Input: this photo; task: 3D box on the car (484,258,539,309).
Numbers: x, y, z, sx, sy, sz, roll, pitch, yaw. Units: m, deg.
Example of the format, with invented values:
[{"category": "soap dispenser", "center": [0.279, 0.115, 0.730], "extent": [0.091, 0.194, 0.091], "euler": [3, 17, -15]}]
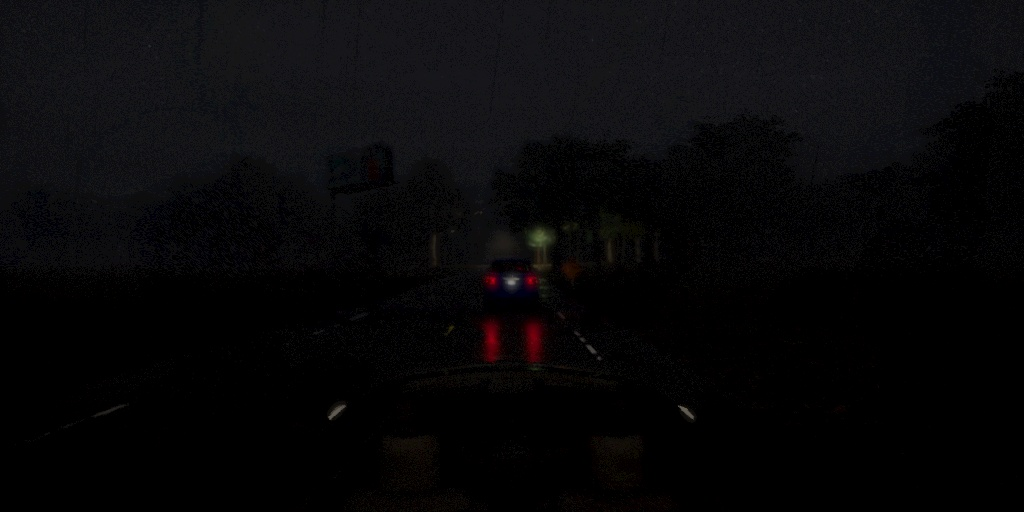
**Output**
[{"category": "car", "center": [-0.012, 1.097, 15.875], "extent": [2.150, 2.045, 5.566], "euler": [0, 0, 0]}]

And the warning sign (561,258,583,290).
[{"category": "warning sign", "center": [3.532, 1.041, 20.918], "extent": [1.300, 1.860, 1.060], "euler": [0, 0, 0]}]
